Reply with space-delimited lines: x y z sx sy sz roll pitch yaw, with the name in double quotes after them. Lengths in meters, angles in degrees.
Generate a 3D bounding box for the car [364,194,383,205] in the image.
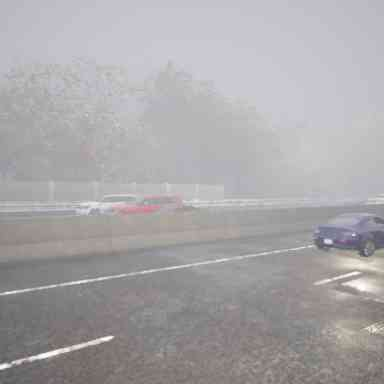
28.873 1.317 50.283 5.566 2.045 2.150 0 0 -35 "car"

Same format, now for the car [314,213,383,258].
6.606 1.550 12.881 4.674 1.442 1.812 0 0 -35 "car"

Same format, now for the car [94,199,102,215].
-4.763 1.515 26.378 4.902 1.511 2.128 0 0 -35 "car"

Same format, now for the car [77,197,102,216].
-7.050 1.243 29.048 5.566 2.045 2.150 0 0 -35 "car"

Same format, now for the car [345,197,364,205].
26.157 1.576 52.612 5.008 1.535 1.882 0 0 -34 "car"

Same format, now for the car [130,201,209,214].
-1.038 1.527 20.438 4.892 1.490 1.837 0 0 -35 "car"

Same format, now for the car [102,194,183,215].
-3.025 1.243 23.322 5.566 2.045 2.150 0 0 -35 "car"
